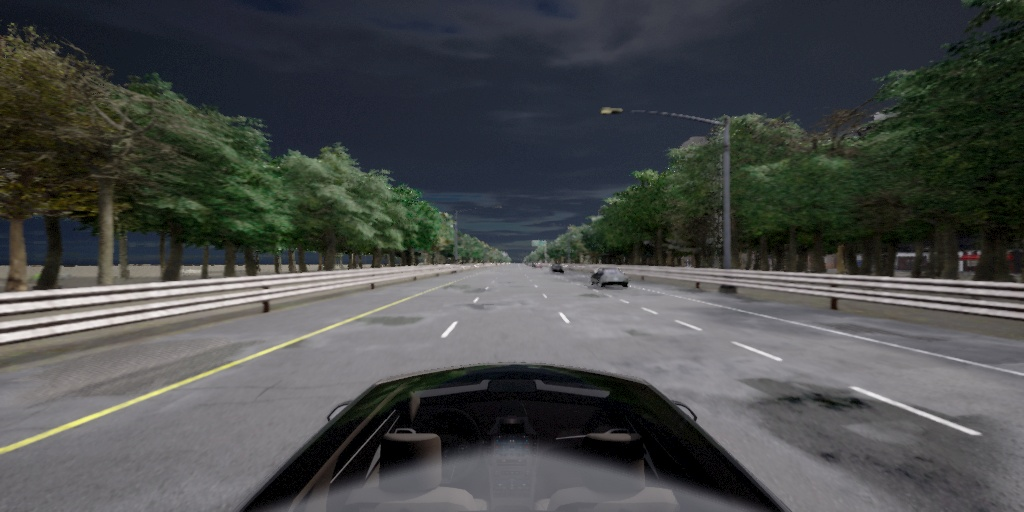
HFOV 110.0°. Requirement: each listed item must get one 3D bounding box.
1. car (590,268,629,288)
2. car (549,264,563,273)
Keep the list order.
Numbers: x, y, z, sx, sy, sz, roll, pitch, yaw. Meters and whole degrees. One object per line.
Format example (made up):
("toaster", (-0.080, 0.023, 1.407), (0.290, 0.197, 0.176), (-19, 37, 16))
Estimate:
("car", (7.036, 1.554, 26.297), (1.994, 1.385, 4.181), (0, -1, 0))
("car", (7.179, 2.023, 58.067), (1.837, 1.490, 4.892), (0, -1, 0))
